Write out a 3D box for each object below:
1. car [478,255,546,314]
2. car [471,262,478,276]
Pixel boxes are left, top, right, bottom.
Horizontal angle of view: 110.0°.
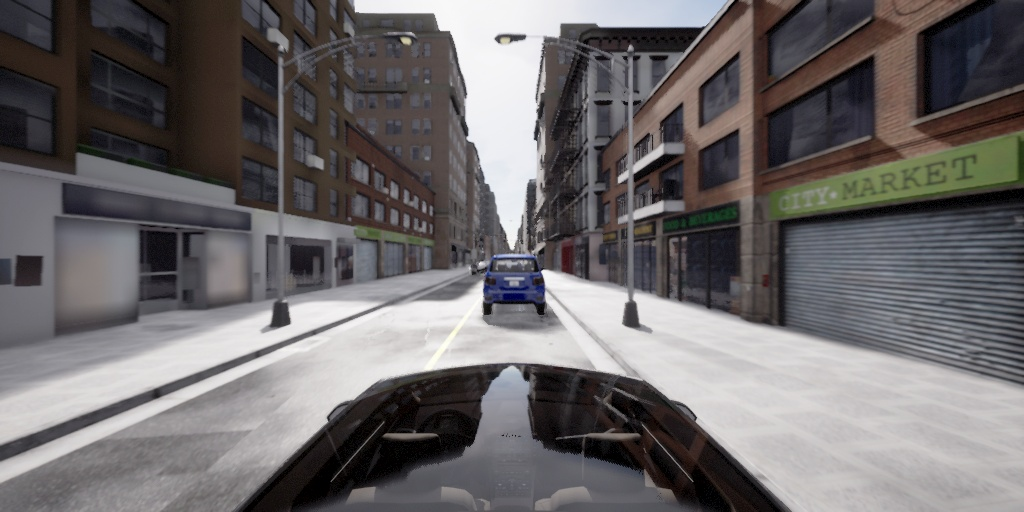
[{"bbox_3d":[0.081,0.977,14.066,2.150,2.045,5.566,0,0,0],"label":"car"},{"bbox_3d":[-3.110,1.325,37.264,1.994,1.385,4.181,0,0,0],"label":"car"}]
